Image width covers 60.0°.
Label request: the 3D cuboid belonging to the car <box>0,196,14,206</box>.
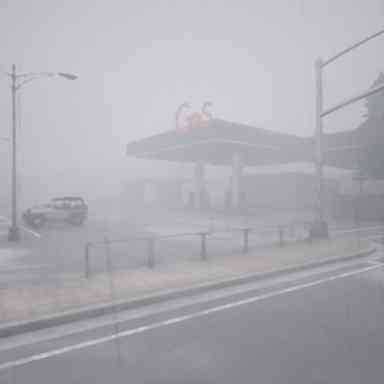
[{"bbox_3d":[-31.931,1.517,54.604,4.514,1.523,2.007,0,0,-36],"label":"car"}]

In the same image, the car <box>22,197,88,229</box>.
[{"bbox_3d":[-8.604,1.256,21.226,3.866,1.878,1.905,0,0,-36],"label":"car"}]

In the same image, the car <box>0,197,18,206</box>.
[{"bbox_3d":[-30.060,1.508,52.086,5.027,1.636,2.152,0,0,-36],"label":"car"}]

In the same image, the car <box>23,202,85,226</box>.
[{"bbox_3d":[-10.045,1.539,24.284,3.806,1.475,1.970,0,0,-36],"label":"car"}]
